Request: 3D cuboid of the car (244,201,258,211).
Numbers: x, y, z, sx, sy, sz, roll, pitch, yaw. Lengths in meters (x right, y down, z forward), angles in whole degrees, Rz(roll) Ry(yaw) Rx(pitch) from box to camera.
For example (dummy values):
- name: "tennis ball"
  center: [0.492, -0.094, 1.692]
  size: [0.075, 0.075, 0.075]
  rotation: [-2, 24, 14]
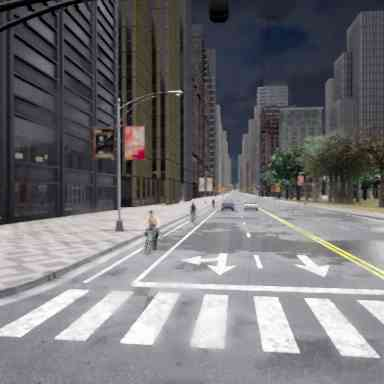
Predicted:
- name: "car"
  center: [8.413, 1.971, 47.499]
  size: [1.895, 1.301, 4.718]
  rotation: [0, -1, 7]

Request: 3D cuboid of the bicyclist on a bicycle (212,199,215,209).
- name: "bicyclist on a bicycle"
  center: [3.274, 1.862, 50.718]
  size: [0.582, 1.620, 1.656]
  rotation: [0, 0, 7]

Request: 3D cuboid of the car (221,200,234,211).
- name: "car"
  center: [5.192, 1.927, 47.936]
  size: [2.033, 1.411, 5.357]
  rotation: [0, -1, 7]

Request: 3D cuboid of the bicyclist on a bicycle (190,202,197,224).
- name: "bicyclist on a bicycle"
  center: [0.093, 1.620, 25.477]
  size: [0.582, 1.620, 1.656]
  rotation: [0, 0, 7]

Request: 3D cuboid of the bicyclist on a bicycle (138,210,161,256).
- name: "bicyclist on a bicycle"
  center: [-1.530, 1.485, 12.421]
  size: [0.866, 1.612, 1.509]
  rotation: [0, 0, 7]
